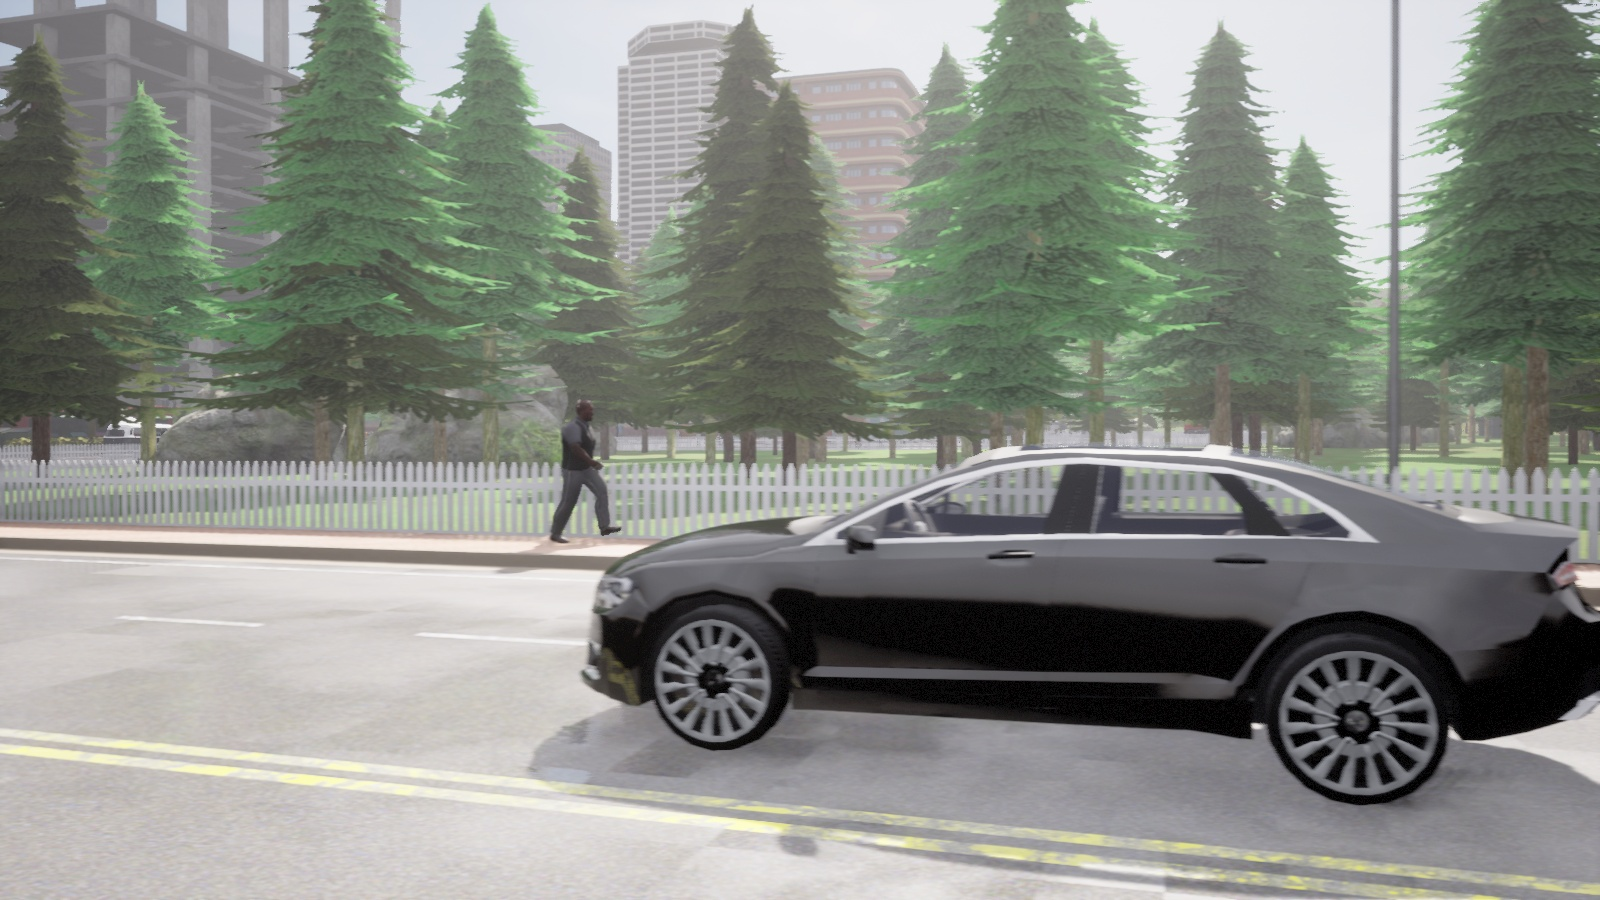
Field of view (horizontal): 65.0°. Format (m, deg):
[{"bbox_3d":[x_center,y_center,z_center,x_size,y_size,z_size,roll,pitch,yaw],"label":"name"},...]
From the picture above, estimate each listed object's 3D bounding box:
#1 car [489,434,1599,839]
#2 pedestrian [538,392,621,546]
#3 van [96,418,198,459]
[{"bbox_3d":[1.105,0.683,6.513,4.902,1.511,2.128,1,1,19],"label":"car"},{"bbox_3d":[-2.758,0.223,15.740,0.849,1.883,0.563,1,1,19],"label":"pedestrian"},{"bbox_3d":[-33.121,-0.597,63.840,2.069,2.038,4.480,0,1,17],"label":"van"}]
